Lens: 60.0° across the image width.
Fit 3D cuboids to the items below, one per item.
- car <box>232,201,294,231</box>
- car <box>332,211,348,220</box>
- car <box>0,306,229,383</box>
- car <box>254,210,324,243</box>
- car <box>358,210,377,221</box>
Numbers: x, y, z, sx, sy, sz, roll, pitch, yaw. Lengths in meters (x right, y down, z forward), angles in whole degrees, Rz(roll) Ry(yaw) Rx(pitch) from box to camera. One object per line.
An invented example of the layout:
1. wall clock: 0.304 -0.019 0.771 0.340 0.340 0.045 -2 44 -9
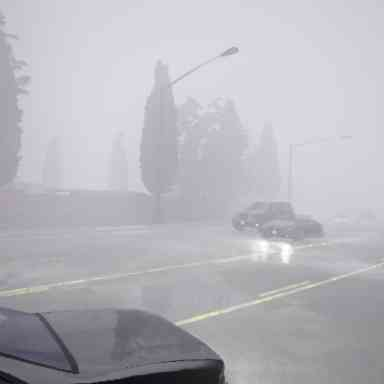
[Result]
1. car: 5.030 1.646 22.613 2.150 2.045 5.566 1 -2 43
2. car: 25.972 4.100 58.499 1.994 1.385 4.181 1 -3 12
3. car: -2.217 1.543 2.232 5.357 1.411 2.033 1 0 -36
4. car: 5.594 1.908 18.301 4.181 1.385 1.994 3 -2 -45
5. car: 28.466 3.780 54.081 2.097 1.767 4.553 1 -3 16
